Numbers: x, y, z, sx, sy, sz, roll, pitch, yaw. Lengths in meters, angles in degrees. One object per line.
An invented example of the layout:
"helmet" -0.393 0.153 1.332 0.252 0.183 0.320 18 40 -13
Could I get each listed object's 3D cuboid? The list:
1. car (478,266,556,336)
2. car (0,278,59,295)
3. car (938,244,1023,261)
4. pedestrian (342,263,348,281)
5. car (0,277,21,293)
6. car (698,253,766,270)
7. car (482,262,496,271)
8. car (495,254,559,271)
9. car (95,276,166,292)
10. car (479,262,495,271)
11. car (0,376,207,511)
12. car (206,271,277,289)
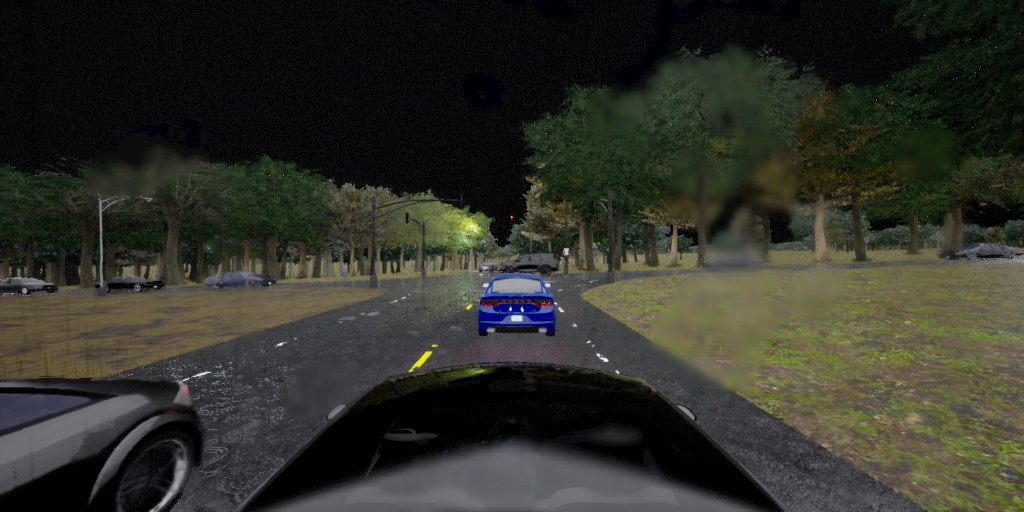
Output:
"car" 0.139 1.232 10.418 1.882 1.535 5.008 0 0 1
"car" -43.516 2.670 31.963 4.892 1.490 1.837 -2 -1 3
"car" 41.592 -0.360 31.873 5.357 1.411 2.033 -2 -1 3
"pedestrian" -17.867 1.679 38.375 0.375 1.860 0.375 0 1 3
"car" -53.081 2.976 36.097 5.008 1.535 1.882 -2 -1 2
"car" 20.050 0.474 32.813 5.357 1.411 2.033 -2 -1 2
"car" -4.003 1.844 62.921 2.128 1.511 4.902 0 -1 -1
"car" 1.563 0.903 33.635 5.566 2.045 2.150 -2 -2 3
"car" -33.352 2.437 31.480 4.718 1.301 1.895 -2 -1 3
"car" -3.875 1.676 53.535 2.128 1.511 4.902 0 -1 -1
"car" -3.594 1.313 1.277 1.994 1.385 4.181 0 0 1
"car" -23.430 2.046 31.048 5.357 1.411 2.033 -2 -1 6
